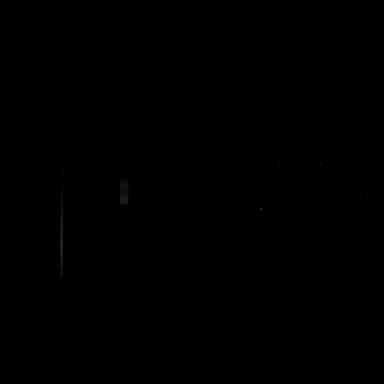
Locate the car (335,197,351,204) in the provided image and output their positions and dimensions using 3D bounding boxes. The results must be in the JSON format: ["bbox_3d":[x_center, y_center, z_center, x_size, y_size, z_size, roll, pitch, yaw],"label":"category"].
[{"bbox_3d":[35.795,1.949,79.567,2.097,1.767,4.553,0,-1,36],"label":"car"}]

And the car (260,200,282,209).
[{"bbox_3d":[12.135,1.854,51.207,1.895,1.301,4.718,0,-1,36],"label":"car"}]
